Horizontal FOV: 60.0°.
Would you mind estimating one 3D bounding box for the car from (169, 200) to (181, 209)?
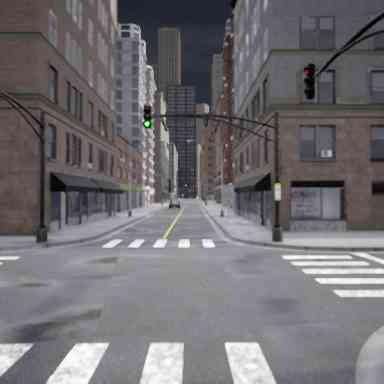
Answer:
[{"bbox_3d":[-3.010,2.154,58.108,1.882,1.535,5.008,0,-1,0],"label":"car"}]
